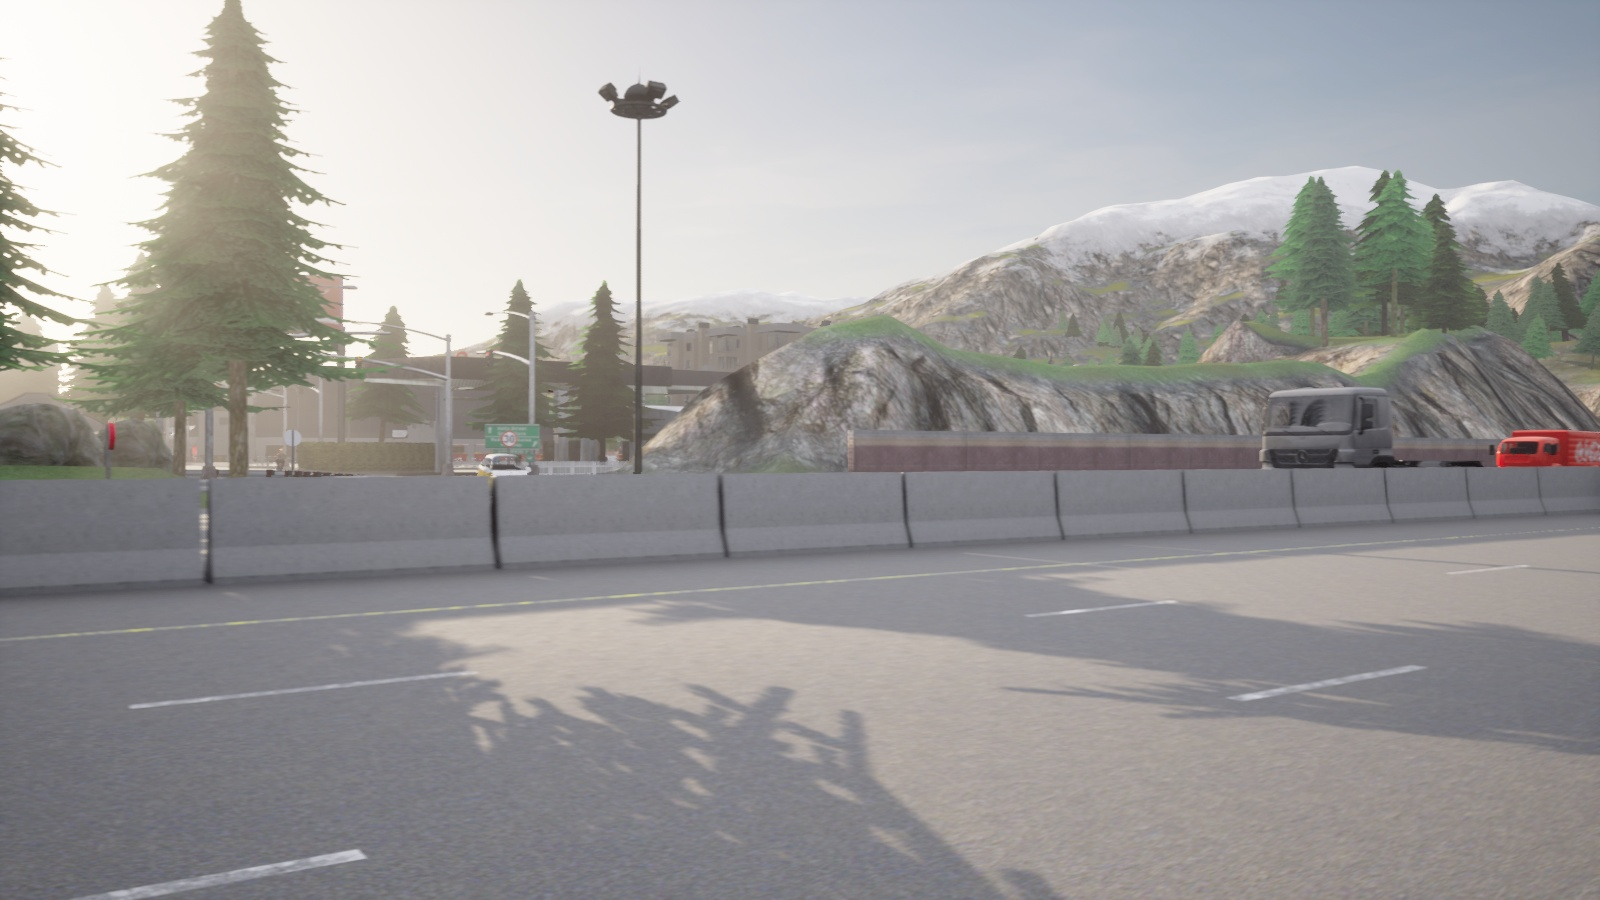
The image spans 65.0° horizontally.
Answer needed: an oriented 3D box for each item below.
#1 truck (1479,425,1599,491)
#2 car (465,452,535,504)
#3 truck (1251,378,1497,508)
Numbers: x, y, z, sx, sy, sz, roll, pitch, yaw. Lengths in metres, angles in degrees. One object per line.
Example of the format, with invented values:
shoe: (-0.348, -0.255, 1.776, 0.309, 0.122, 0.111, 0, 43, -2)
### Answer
truck: (29.598, 0.329, 49.852, 5.204, 2.467, 2.627, 0, 0, -35)
car: (-9.386, 0.844, 39.196, 1.481, 1.376, 2.207, 0, 5, -32)
truck: (16.909, -0.179, 36.752, 7.936, 3.462, 2.891, 0, 0, -35)
